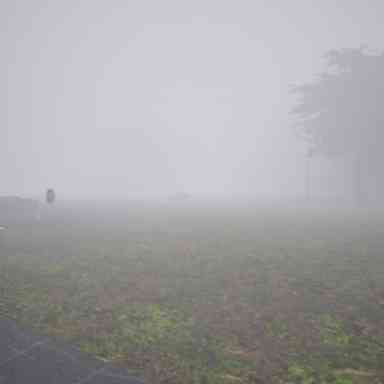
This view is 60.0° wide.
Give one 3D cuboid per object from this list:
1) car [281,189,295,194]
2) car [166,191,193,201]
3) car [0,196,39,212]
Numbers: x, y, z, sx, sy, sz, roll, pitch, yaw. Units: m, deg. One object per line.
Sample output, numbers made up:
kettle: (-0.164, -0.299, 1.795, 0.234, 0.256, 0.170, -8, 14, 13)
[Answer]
car: (24.034, -0.160, 83.326, 1.895, 1.301, 4.718, 2, 2, 36)
car: (-1.740, 0.551, 47.351, 1.994, 1.385, 4.181, 2, 3, 36)
car: (-15.738, 1.038, 27.831, 2.033, 1.411, 5.357, 2, 3, 36)
